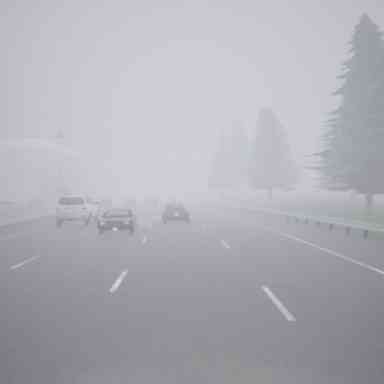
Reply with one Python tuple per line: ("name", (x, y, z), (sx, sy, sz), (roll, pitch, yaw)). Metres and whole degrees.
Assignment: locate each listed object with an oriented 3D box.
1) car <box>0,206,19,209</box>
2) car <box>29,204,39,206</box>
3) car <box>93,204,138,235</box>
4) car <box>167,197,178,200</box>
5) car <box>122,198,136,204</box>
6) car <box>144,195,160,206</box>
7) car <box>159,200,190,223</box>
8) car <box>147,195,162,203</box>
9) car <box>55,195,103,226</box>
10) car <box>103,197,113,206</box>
("car", (-20.974, 1.659, 37.178), (1.882, 1.535, 5.008), (-1, 0, -10))
("car", (-24.520, 1.723, 52.856), (1.812, 1.442, 4.674), (-1, 0, -16))
("car", (-4.141, 1.613, 19.223), (1.895, 1.301, 4.718), (-1, 0, -5))
("car", (-3.322, 1.535, 54.813), (1.895, 1.301, 4.718), (-1, 0, -15))
("car", (-9.851, 1.565, 52.141), (2.033, 1.411, 5.357), (-1, 0, -15))
("car", (-6.641, 1.468, 53.680), (2.128, 1.511, 4.902), (-1, 0, -15))
("car", (-1.317, 1.530, 25.275), (1.994, 1.385, 4.181), (-1, 0, -7))
("car", (-8.060, 1.476, 70.606), (2.128, 1.511, 4.902), (-1, 0, -20))
("car", (-8.164, 1.270, 24.042), (2.150, 2.045, 5.566), (-1, 0, -7))
("car", (-13.275, 1.565, 51.375), (1.837, 1.490, 4.892), (-1, 0, -15))
